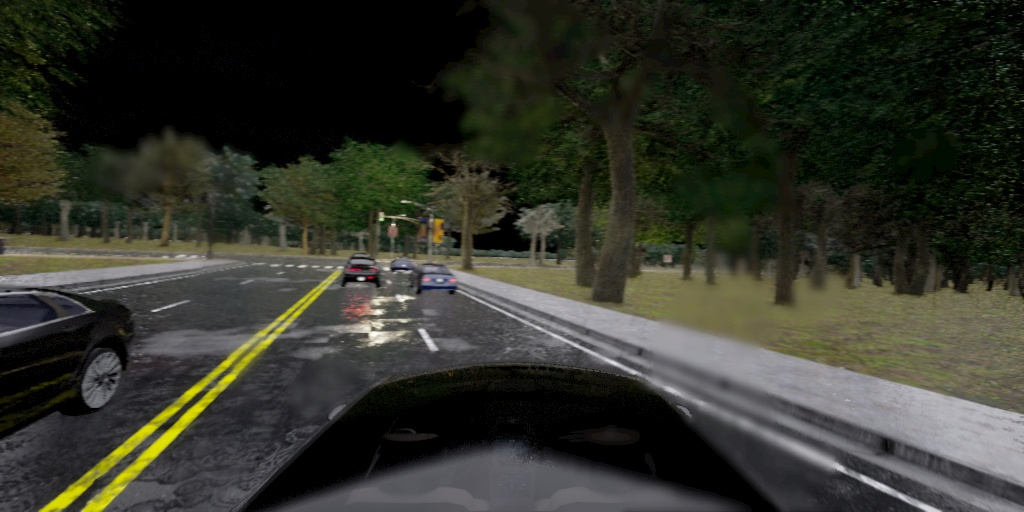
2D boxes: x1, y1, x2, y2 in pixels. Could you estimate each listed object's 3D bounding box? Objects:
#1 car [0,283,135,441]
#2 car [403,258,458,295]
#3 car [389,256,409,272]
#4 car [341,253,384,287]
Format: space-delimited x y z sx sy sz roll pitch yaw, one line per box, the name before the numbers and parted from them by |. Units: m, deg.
car | -4.876 0.960 2.394 2.128 1.511 4.902 3 0 -22
car | -4.094 1.073 18.134 2.033 1.411 5.357 3 0 -22
car | -10.013 0.744 32.681 1.994 1.385 4.181 3 0 -22
car | -8.160 0.797 19.538 1.837 1.490 4.892 3 0 -22
